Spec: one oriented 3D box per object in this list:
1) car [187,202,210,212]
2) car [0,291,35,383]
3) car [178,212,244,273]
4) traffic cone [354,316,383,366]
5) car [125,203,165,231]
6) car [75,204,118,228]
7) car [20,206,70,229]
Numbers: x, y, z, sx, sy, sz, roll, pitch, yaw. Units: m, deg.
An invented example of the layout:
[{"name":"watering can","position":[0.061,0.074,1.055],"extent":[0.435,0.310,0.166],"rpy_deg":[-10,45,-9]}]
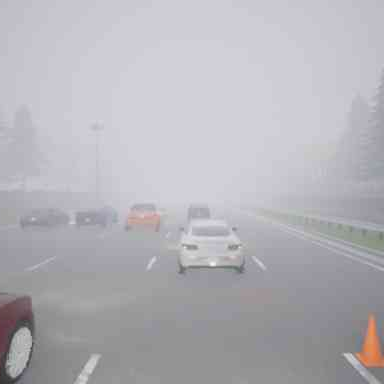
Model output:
[{"name":"car","position":[0.573,1.637,29.265],"extent":[1.882,1.535,5.008],"rpy_deg":[0,0,0]},{"name":"car","position":[-2.979,1.488,2.371],"extent":[1.882,1.535,5.008],"rpy_deg":[0,0,0]},{"name":"car","position":[0.538,1.585,10.754],"extent":[1.812,1.442,4.674],"rpy_deg":[0,0,0]},{"name":"traffic cone","position":[2.437,1.983,4.508],"extent":[0.340,0.580,0.340],"rpy_deg":[0,0,0]},{"name":"car","position":[-2.941,1.466,21.655],"extent":[2.097,1.767,4.553],"rpy_deg":[0,0,0]},{"name":"car","position":[-6.439,1.595,22.999],"extent":[1.882,1.535,5.008],"rpy_deg":[0,0,0]},{"name":"car","position":[-9.940,1.676,22.820],"extent":[1.994,1.385,4.181],"rpy_deg":[0,0,0]}]
